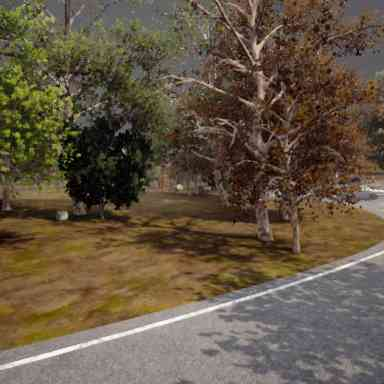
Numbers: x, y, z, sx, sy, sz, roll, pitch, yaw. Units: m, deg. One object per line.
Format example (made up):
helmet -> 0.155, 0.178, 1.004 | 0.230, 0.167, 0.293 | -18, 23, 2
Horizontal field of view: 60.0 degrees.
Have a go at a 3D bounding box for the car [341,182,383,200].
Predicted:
car -> 17.185, 0.006, 33.799 | 1.812, 1.442, 4.674 | -6, 4, -38

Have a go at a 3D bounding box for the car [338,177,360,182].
car -> 30.598, -2.400, 65.261 | 4.181, 1.385, 1.994 | -4, 3, -11

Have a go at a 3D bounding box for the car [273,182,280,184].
car -> 13.876, -1.123, 55.843 | 2.150, 2.045, 5.566 | -3, 2, 27
